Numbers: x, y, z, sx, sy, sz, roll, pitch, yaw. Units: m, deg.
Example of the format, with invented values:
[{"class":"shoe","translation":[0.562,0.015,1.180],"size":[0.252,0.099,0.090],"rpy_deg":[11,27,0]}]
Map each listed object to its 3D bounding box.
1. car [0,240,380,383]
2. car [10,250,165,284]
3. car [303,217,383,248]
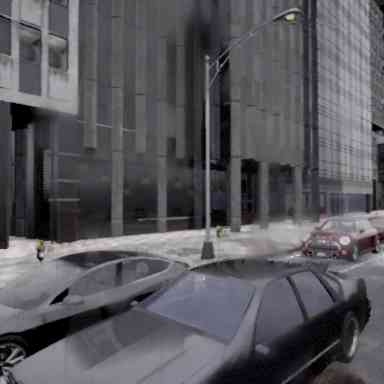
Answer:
[{"class":"car","translation":[0.660,1.664,4.315],"size":[2.033,1.411,5.357],"rpy_deg":[-2,-2,44]},{"class":"car","translation":[-1.777,1.720,5.497],"size":[1.947,1.339,4.313],"rpy_deg":[-2,-2,44]},{"class":"car","translation":[6.115,1.782,13.555],"size":[1.967,1.590,4.097],"rpy_deg":[-2,-2,44]}]
